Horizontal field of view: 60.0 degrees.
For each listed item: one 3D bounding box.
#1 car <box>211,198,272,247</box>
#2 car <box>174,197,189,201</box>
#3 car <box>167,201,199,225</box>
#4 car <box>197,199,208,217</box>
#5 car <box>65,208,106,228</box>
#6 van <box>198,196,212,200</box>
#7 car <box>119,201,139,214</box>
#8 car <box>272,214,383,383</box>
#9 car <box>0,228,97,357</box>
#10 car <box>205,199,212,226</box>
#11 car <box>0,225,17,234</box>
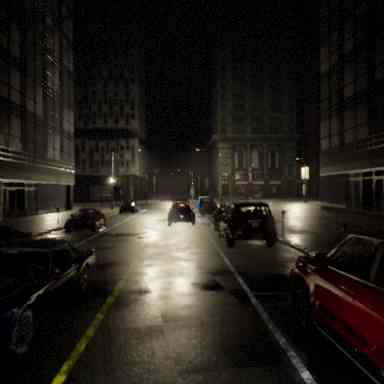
[{"bbox_3d":[2.335,1.329,15.077,2.192,1.841,5.009,-1,0,-2],"label":"car"},{"bbox_3d":[-1.371,1.424,40.664,2.097,1.767,4.553,0,0,-2],"label":"car"},{"bbox_3d":[-0.769,1.615,24.419,1.994,1.385,4.181,0,0,-2],"label":"car"},{"bbox_3d":[1.713,1.624,32.012,1.802,1.307,4.206,-1,0,-2],"label":"car"},{"bbox_3d":[-6.389,1.669,20.405,1.802,1.307,4.206,-1,0,-2],"label":"car"},{"bbox_3d":[1.502,1.390,37.657,1.690,1.788,3.998,-1,0,-2],"label":"van"},{"bbox_3d":[-7.015,1.677,37.341,1.947,1.339,4.313,-1,0,-2],"label":"car"},{"bbox_3d":[2.752,1.304,3.787,2.192,1.841,5.009,-1,0,-2],"label":"car"},{"bbox_3d":[-3.287,1.639,6.171,1.895,1.301,4.718,0,0,-2],"label":"car"},{"bbox_3d":[2.128,1.465,20.722,1.967,1.590,4.097,-1,0,-2],"label":"car"},{"bbox_3d":[-5.972,1.609,9.114,1.887,1.381,4.507,-1,0,-2],"label":"car"}]
